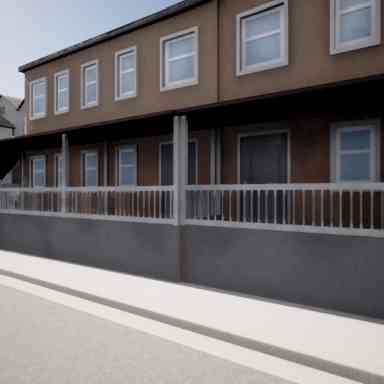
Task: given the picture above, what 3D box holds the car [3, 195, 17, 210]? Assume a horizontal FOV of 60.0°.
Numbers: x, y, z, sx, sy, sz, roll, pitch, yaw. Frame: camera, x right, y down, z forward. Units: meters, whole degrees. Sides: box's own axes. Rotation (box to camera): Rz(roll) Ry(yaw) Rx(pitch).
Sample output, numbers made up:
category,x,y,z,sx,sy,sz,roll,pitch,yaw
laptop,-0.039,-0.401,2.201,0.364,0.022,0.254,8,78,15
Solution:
category,x,y,z,sx,sy,sz,roll,pitch,yaw
car,-15.560,1.057,28.146,1.994,1.385,4.181,0,14,35
